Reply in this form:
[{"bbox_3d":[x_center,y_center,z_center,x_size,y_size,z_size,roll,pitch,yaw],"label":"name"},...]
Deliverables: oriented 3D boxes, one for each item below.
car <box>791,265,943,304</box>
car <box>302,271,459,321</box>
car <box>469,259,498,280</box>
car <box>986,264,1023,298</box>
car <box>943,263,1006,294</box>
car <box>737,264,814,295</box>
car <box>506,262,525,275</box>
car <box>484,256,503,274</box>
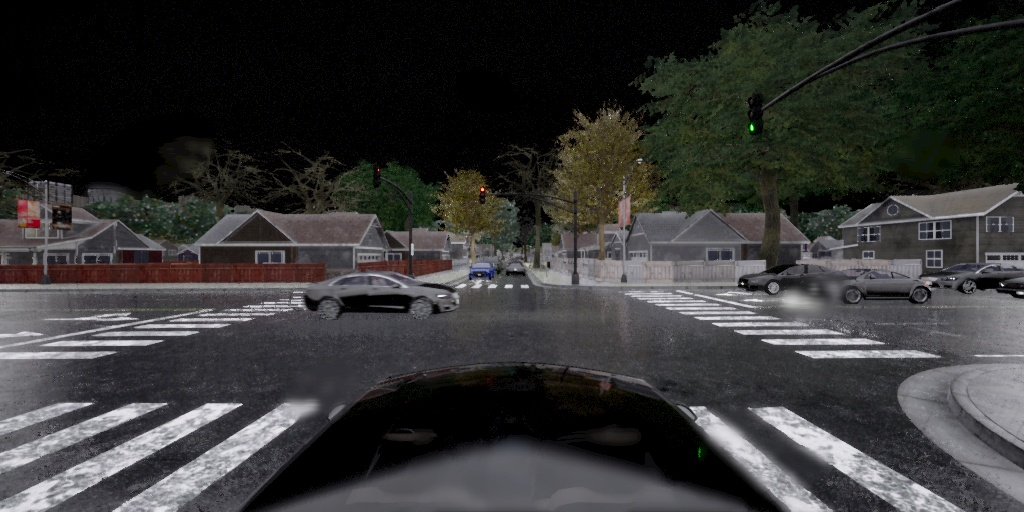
[{"bbox_3d":[14.716,1.217,15.082,4.181,1.385,1.994,0,0,1],"label":"car"},{"bbox_3d":[-4.259,1.256,11.933,4.902,1.511,2.128,0,0,1],"label":"car"},{"bbox_3d":[-2.595,1.242,31.422,1.882,1.535,5.008,0,0,1],"label":"car"},{"bbox_3d":[23.953,1.149,14.935,5.357,1.411,2.033,0,0,1],"label":"car"},{"bbox_3d":[23.592,1.093,18.193,4.902,1.511,2.128,0,0,1],"label":"car"},{"bbox_3d":[14.262,1.159,18.330,4.892,1.490,1.837,0,0,2],"label":"car"},{"bbox_3d":[0.392,1.334,38.624,1.994,1.385,4.181,0,0,1],"label":"car"},{"bbox_3d":[-2.401,0.994,41.658,2.150,2.045,5.566,0,0,1],"label":"car"}]
